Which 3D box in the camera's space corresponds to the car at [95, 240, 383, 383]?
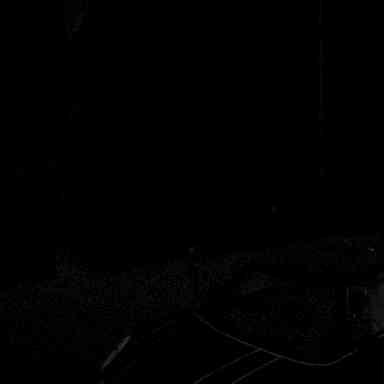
[{"bbox_3d":[1.102,1.402,3.312,4.097,1.590,1.967,-1,0,-35],"label":"car"}]
